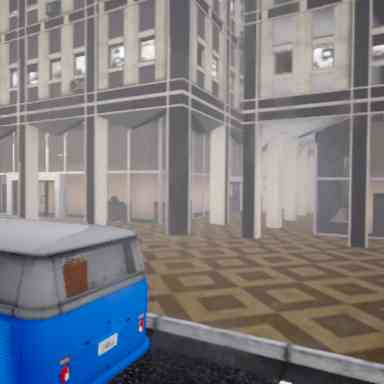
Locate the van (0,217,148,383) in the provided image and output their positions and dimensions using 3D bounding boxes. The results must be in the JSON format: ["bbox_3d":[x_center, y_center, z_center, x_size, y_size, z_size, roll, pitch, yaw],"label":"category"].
[{"bbox_3d":[-2.471,1.235,4.130,3.998,1.788,1.690,1,2,27],"label":"van"}]
